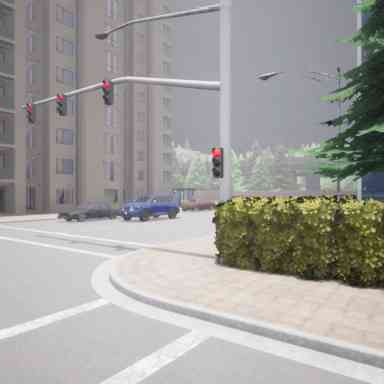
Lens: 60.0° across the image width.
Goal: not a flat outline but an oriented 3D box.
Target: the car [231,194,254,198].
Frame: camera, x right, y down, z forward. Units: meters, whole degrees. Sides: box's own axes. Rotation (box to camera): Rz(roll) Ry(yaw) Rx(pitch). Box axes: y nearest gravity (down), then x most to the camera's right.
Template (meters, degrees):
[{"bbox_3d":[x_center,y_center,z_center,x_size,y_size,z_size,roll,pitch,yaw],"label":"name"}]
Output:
[{"bbox_3d":[5.608,1.221,39.026,2.150,2.045,5.566,0,0,37],"label":"car"}]

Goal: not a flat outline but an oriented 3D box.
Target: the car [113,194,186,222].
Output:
[{"bbox_3d":[-3.282,1.221,26.957,2.150,2.045,5.566,0,0,36],"label":"car"}]

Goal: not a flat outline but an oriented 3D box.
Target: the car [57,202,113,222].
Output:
[{"bbox_3d":[-7.904,1.547,26.571,2.033,1.411,5.357,0,0,36],"label":"car"}]

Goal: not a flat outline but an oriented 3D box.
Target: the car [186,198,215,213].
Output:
[{"bbox_3d":[0.669,1.478,38.239,1.882,1.535,5.008,0,1,36],"label":"car"}]
